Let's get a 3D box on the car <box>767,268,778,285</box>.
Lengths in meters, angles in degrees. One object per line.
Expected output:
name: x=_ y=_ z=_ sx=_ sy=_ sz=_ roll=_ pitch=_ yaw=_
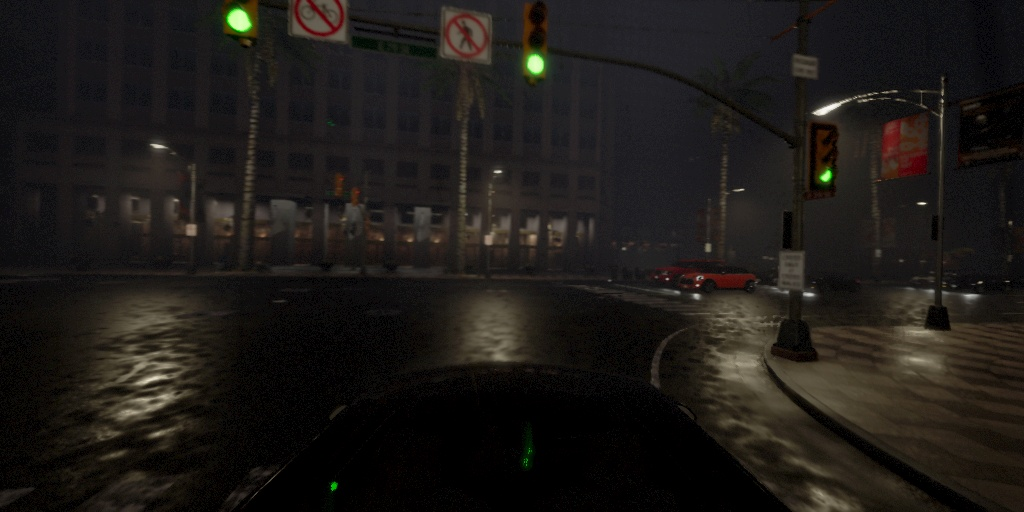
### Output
car: x=23.790 y=1.829 z=28.740 sx=5.357 sy=1.411 sz=2.033 roll=1 pitch=0 yaw=-13

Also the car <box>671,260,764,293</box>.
car: x=13.015 y=1.373 z=22.838 sx=4.553 sy=1.767 sz=2.097 roll=1 pitch=0 yaw=-12

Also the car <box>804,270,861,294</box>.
car: x=21.519 y=1.800 z=24.671 sx=4.181 sy=1.385 sz=1.994 roll=1 pitch=0 yaw=-12

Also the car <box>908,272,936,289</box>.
car: x=37.683 y=2.159 z=31.701 sx=4.674 sy=1.442 sz=1.812 roll=1 pitch=0 yaw=-12

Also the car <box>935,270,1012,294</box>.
car: x=36.027 y=2.106 z=27.774 sx=4.892 sy=1.490 sz=1.837 roll=1 pitch=0 yaw=-12

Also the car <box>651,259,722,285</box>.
car: x=13.121 y=1.234 z=26.440 sx=5.566 sy=2.045 sz=2.150 roll=2 pitch=0 yaw=-12
